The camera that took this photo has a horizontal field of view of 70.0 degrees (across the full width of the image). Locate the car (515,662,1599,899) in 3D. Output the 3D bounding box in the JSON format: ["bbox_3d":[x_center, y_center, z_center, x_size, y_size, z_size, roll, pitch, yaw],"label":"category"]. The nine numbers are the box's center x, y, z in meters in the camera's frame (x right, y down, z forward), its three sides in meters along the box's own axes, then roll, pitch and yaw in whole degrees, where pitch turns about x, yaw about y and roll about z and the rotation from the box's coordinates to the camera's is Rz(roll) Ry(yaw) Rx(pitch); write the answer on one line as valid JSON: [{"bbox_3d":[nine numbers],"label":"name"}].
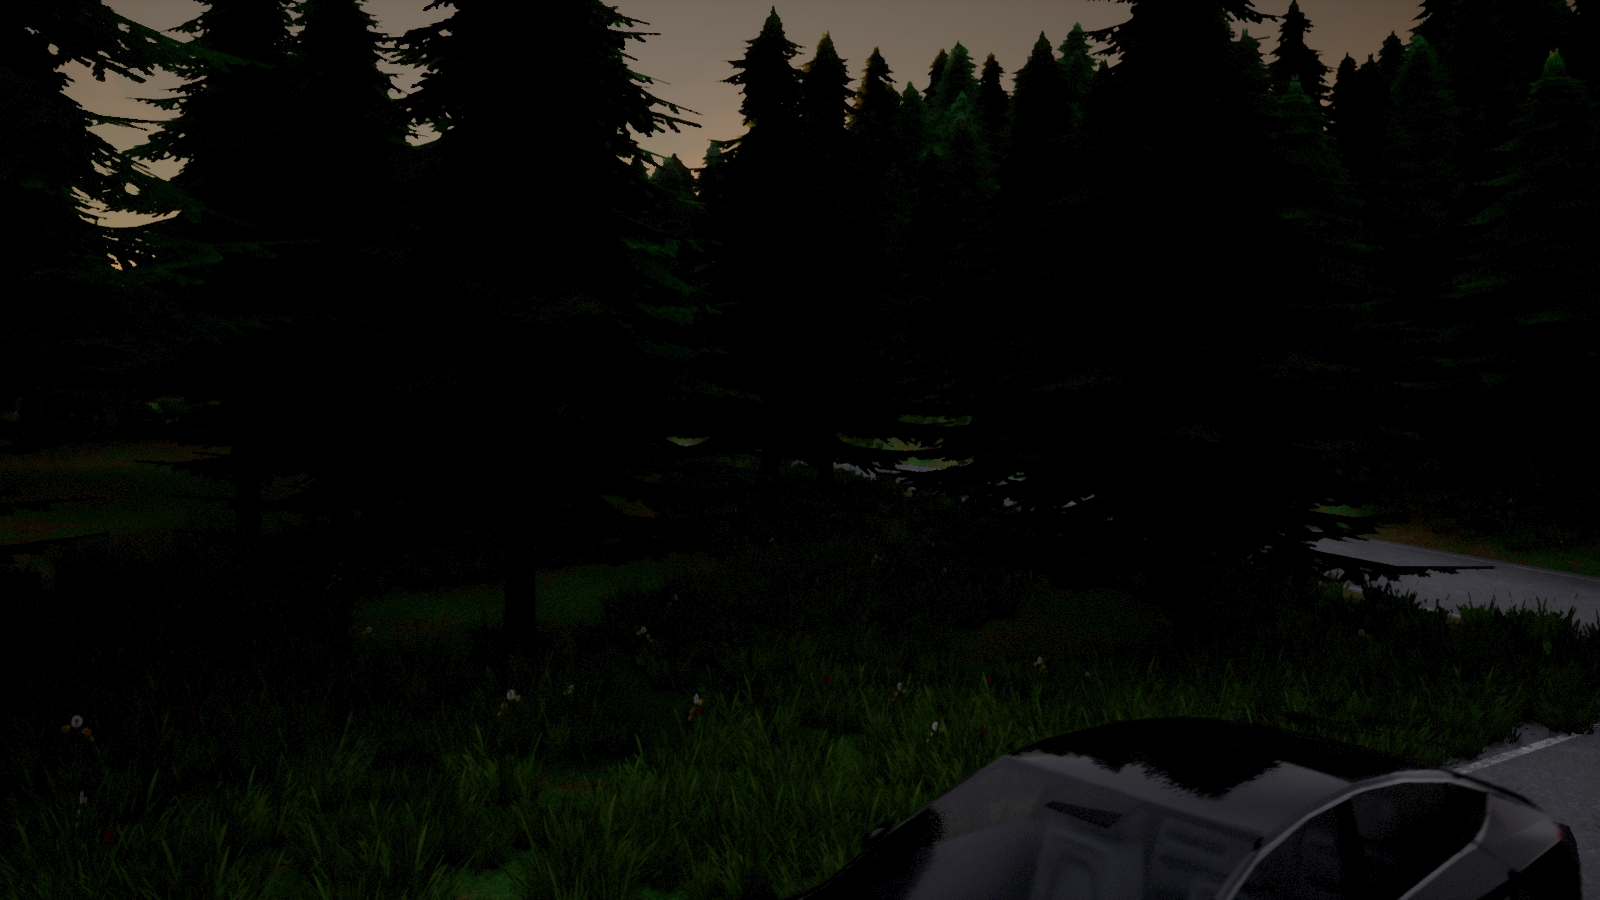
[{"bbox_3d":[1.503,2.061,4.816,4.792,1.488,2.163,0,0,-35],"label":"car"}]
